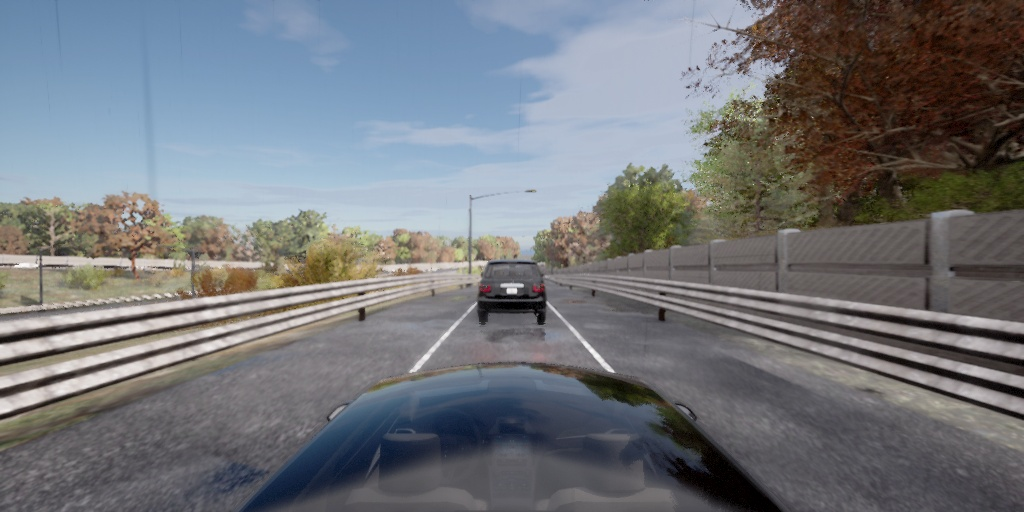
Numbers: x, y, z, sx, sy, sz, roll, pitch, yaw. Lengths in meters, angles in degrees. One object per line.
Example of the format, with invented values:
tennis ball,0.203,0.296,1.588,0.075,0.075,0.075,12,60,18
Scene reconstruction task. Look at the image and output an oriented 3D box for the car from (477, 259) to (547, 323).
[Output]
car,0.010,1.162,12.971,2.150,2.045,5.566,0,-1,0
